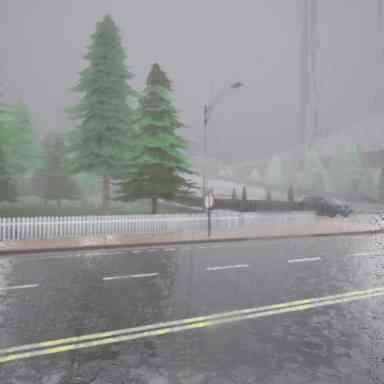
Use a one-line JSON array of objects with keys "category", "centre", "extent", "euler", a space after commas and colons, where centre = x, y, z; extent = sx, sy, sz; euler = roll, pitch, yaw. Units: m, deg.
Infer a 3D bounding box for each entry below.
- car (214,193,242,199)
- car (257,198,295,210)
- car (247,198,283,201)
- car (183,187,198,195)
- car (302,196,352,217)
[{"category": "car", "centre": [5.265, 0.973, 51.998], "extent": [2.097, 1.767, 4.553], "euler": [1, 4, -26]}, {"category": "car", "centre": [11.730, 1.630, 46.834], "extent": [2.033, 1.411, 5.357], "euler": [1, 2, -27]}, {"category": "car", "centre": [9.616, 1.643, 43.236], "extent": [1.812, 1.442, 4.674], "euler": [1, 1, -27]}, {"category": "car", "centre": [-0.497, -0.157, 63.820], "extent": [1.812, 1.442, 4.674], "euler": [1, 7, -26]}, {"category": "car", "centre": [13.864, 1.462, 34.762], "extent": [2.150, 2.045, 5.566], "euler": [1, 0, -27]}]
